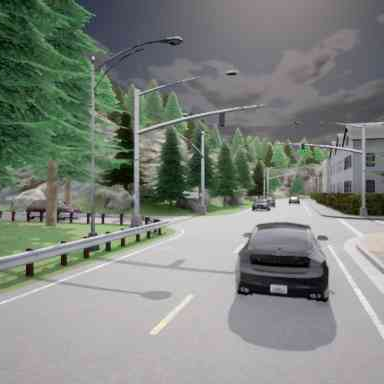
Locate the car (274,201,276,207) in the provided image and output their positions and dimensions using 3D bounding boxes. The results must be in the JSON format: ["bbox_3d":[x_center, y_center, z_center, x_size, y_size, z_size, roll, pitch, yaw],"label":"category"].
[{"bbox_3d":[11.624,1.574,50.615,1.994,1.385,4.181,0,0,17],"label":"car"}]

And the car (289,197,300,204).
[{"bbox_3d":[19.212,1.576,62.536,1.994,1.385,4.181,0,0,17],"label":"car"}]

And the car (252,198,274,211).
[{"bbox_3d":[8.630,1.572,41.074,1.994,1.385,4.181,0,0,17],"label":"car"}]

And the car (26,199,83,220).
[{"bbox_3d":[-11.435,1.372,27.719,4.553,1.767,2.097,0,0,17],"label":"car"}]

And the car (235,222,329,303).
[{"bbox_3d":[2.298,1.507,8.369,1.837,1.490,4.892,0,0,17],"label":"car"}]
